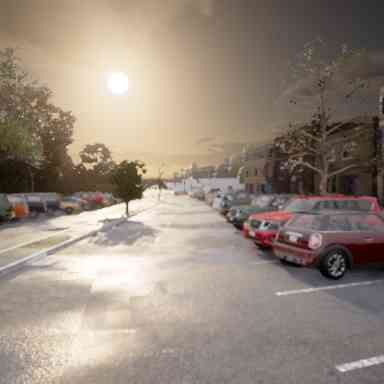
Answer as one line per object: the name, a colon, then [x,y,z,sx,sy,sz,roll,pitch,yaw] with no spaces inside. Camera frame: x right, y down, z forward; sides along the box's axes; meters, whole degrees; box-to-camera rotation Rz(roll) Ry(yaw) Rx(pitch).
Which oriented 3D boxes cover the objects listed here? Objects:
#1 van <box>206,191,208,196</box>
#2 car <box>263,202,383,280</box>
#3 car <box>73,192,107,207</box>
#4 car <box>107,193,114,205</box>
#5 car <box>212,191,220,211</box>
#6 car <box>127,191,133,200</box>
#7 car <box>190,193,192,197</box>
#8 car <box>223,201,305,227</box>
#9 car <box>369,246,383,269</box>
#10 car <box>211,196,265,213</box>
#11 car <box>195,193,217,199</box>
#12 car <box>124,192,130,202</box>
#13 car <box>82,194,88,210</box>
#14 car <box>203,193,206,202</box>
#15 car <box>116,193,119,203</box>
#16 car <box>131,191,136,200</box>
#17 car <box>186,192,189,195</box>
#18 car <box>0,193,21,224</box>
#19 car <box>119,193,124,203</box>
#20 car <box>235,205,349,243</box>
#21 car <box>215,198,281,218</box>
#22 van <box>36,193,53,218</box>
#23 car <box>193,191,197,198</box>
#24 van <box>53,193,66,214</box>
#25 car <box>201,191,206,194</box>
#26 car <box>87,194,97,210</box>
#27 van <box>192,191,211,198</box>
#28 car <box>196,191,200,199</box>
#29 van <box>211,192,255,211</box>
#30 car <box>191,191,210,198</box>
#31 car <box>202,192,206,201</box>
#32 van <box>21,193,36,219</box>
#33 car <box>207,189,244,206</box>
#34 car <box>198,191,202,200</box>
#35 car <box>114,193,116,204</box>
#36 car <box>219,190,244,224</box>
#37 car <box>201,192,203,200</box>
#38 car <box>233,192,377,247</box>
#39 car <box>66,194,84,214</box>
van: [4.506,0.973,42.736,4.442,1.987,1.878,1,1,-21]
car: [4.720,1.296,9.698,4.553,1.767,2.185,1,0,-20]
car: [-13.602,0.990,40.409,5.566,2.045,2.435,-1,1,-20]
car: [-13.427,1.216,43.465,5.366,1.575,1.946,-1,0,-20]
car: [4.725,1.070,24.749,5.566,2.045,2.435,1,0,-20]
car: [-13.978,1.137,61.199,4.792,1.488,2.163,-1,0,-22]
car: [2.863,0.907,85.014,4.892,1.521,2.231,1,1,-25]
car: [4.683,1.370,21.717,4.792,1.488,2.163,1,1,-20]
car: [4.759,1.462,3.680,5.008,1.535,2.097,1,1,-20]
car: [4.663,1.261,33.750,5.008,1.535,2.097,1,1,-20]
car: [3.319,0.988,78.988,4.674,1.452,2.002,1,1,-24]
car: [-13.929,1.157,58.205,4.792,1.488,2.163,-1,1,-22]
car: [-13.566,1.310,34.460,4.792,1.488,2.163,-1,1,-20]
car: [4.757,1.178,45.867,5.366,1.575,1.946,1,0,-21]
car: [-13.651,1.058,49.342,4.553,1.767,2.185,-1,1,-21]
car: [-14.305,0.946,67.090,4.553,1.767,2.185,-1,0,-23]
car: [1.864,0.839,93.955,5.366,1.575,1.946,0,1,-26]
car: [-13.494,1.126,19.577,5.566,2.045,2.435,-1,1,-20]
car: [-13.728,1.165,52.298,5.008,1.535,2.097,-1,1,-21]
car: [4.708,1.411,15.705,4.792,1.488,2.163,1,1,-20]
car: [4.689,1.301,27.739,5.008,1.535,2.097,1,1,-20]
van: [-13.389,1.110,25.585,4.442,1.987,1.878,-1,0,-20]
car: [3.852,0.759,69.925,5.566,2.045,2.435,1,1,-23]
van: [-13.405,1.091,28.564,4.442,1.987,1.878,-1,0,-20]
car: [4.415,0.991,54.845,4.553,1.767,2.185,1,0,-22]
car: [-13.529,1.289,37.463,4.792,1.488,2.163,-1,0,-20]
van: [2.499,0.658,87.969,4.442,1.987,1.878,0,1,-25]
car: [4.029,1.032,66.924,5.008,1.535,2.097,1,1,-23]
van: [4.542,1.014,36.712,4.442,1.987,1.878,1,1,-20]
car: [2.355,0.739,91.042,4.553,1.767,2.185,0,1,-26]
car: [4.559,1.159,48.808,5.008,1.535,2.097,1,1,-21]
van: [-13.373,1.130,22.608,4.442,1.987,1.878,-1,0,-20]
car: [4.700,1.030,30.757,5.566,2.045,2.435,1,0,-20]
car: [4.261,1.074,60.890,5.008,1.535,2.097,1,0,-22]
car: [-13.627,1.204,46.365,4.892,1.521,2.231,-1,1,-21]
car: [4.702,1.110,18.707,5.566,2.045,2.435,1,1,-20]
car: [4.488,1.139,51.827,4.892,1.521,2.231,1,0,-21]
car: [4.723,1.150,12.693,5.566,2.045,2.435,1,1,-20]
car: [-13.350,1.293,31.564,5.366,1.575,1.946,-1,0,-20]
